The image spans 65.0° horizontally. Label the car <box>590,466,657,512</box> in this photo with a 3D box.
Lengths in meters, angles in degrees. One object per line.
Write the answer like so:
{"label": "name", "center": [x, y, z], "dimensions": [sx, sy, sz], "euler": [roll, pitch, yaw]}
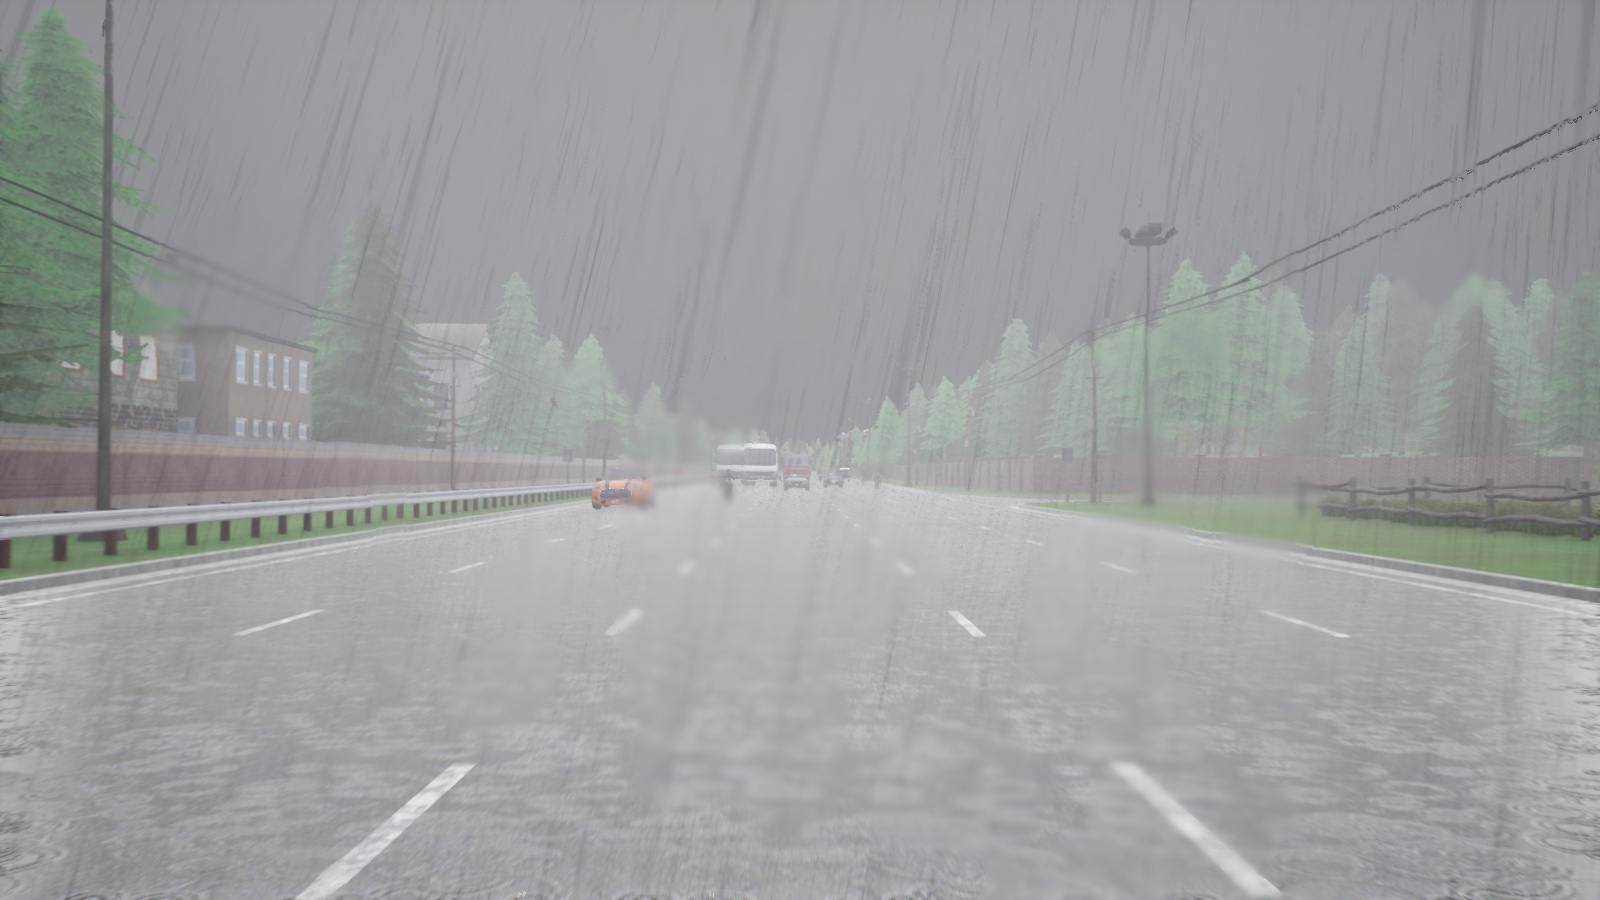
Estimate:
{"label": "car", "center": [-7.127, 1.555, 51.037], "dimensions": [2.097, 1.767, 4.553], "euler": [0, -1, 0]}
